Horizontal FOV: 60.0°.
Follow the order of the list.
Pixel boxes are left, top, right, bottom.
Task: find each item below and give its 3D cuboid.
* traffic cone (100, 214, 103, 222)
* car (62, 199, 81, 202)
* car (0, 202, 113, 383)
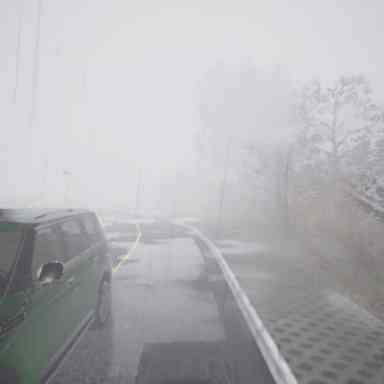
[{"bbox_3d":[-7.489,2.135,27.504,0.340,0.580,0.340,0,0,15],"label":"traffic cone"},{"bbox_3d":[-17.631,1.625,49.273,1.895,1.301,4.718,0,0,-39],"label":"car"},{"bbox_3d":[-2.505,1.264,4.078,2.150,2.045,5.566,0,-1,-1],"label":"car"}]
